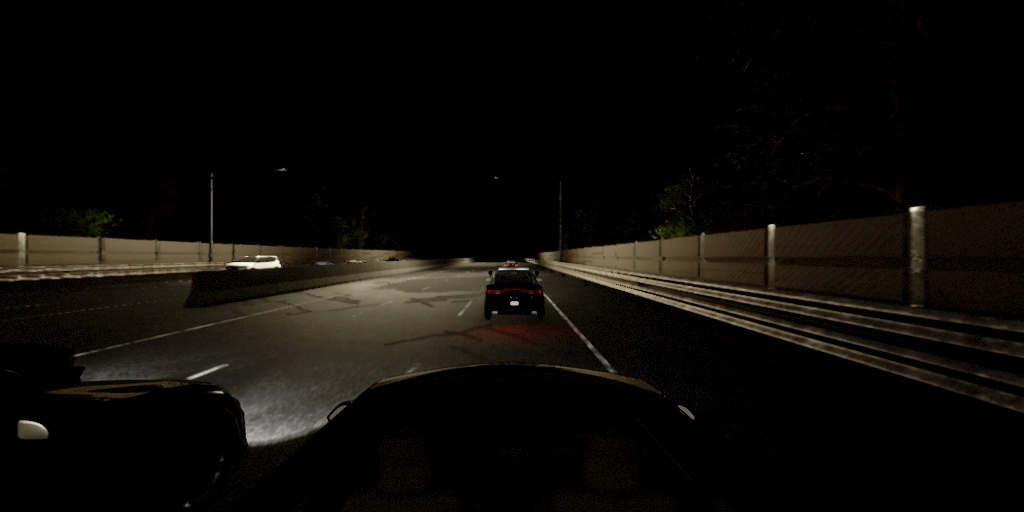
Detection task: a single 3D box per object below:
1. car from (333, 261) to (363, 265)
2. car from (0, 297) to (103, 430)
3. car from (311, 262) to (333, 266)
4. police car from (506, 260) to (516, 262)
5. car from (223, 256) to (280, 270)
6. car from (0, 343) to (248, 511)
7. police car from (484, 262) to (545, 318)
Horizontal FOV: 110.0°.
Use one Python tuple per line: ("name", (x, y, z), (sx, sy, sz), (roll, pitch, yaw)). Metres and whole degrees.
("car", (-17.768, 1.285, 40.209), (1.812, 1.442, 4.674), (0, 0, 0))
("car", (-6.903, 1.298, 2.478), (2.033, 1.411, 5.357), (0, 0, 0))
("car", (-21.269, 1.323, 40.302), (1.994, 1.385, 4.181), (0, 0, 0))
("police car", (-0.104, 1.263, 44.026), (2.038, 1.542, 4.974), (0, 0, 0))
("car", (-24.746, 0.980, 34.421), (2.150, 2.045, 5.566), (0, 0, 0))
("car", (-3.406, 1.314, 1.544), (1.994, 1.385, 4.181), (0, 0, 0))
("police car", (0.063, 1.178, 13.068), (1.930, 1.638, 5.238), (0, 0, 0))
